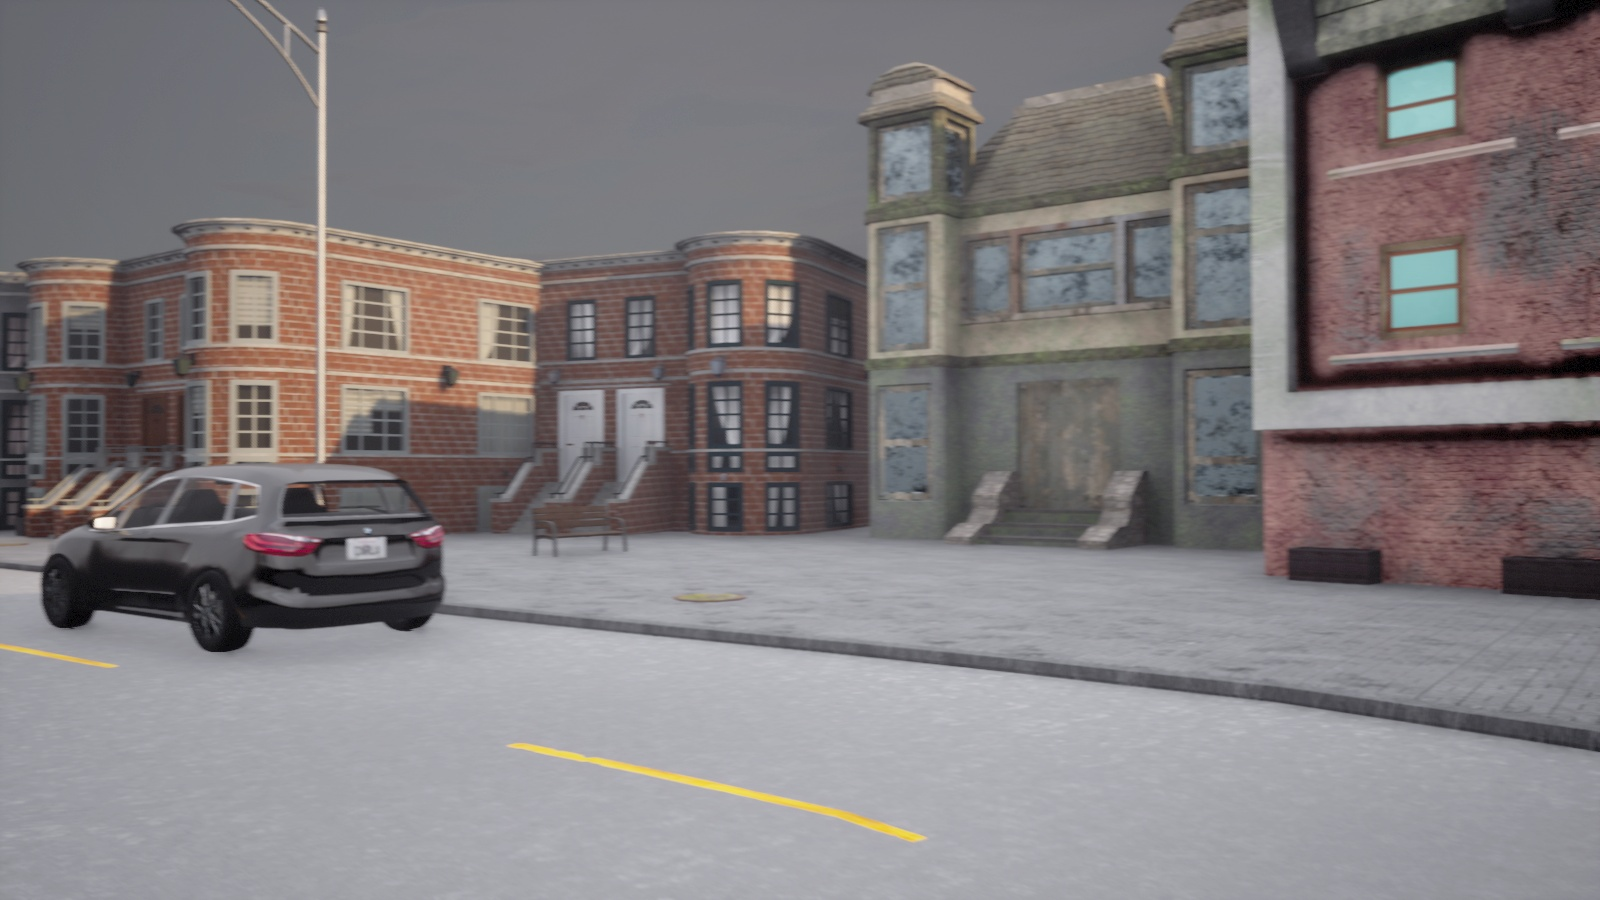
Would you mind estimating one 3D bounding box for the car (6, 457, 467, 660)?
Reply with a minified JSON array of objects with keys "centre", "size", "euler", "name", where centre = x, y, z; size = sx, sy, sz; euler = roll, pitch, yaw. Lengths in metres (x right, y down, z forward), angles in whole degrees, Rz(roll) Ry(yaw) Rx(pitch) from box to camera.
[{"centre":[-5.749,0.948,12.618],"size":[4.611,1.667,2.242],"euler":[-1,-1,36],"name":"car"}]
